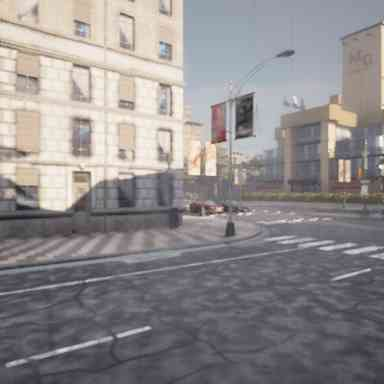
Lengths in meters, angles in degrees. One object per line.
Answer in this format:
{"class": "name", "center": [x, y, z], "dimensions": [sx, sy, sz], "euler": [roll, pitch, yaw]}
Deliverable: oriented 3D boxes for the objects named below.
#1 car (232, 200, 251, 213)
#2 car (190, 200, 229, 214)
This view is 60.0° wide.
{"class": "car", "center": [4.281, 1.619, 38.280], "dimensions": [2.033, 1.411, 5.357], "euler": [0, 0, -36]}
{"class": "car", "center": [1.549, 1.587, 36.092], "dimensions": [1.812, 1.442, 4.674], "euler": [0, 0, -34]}
